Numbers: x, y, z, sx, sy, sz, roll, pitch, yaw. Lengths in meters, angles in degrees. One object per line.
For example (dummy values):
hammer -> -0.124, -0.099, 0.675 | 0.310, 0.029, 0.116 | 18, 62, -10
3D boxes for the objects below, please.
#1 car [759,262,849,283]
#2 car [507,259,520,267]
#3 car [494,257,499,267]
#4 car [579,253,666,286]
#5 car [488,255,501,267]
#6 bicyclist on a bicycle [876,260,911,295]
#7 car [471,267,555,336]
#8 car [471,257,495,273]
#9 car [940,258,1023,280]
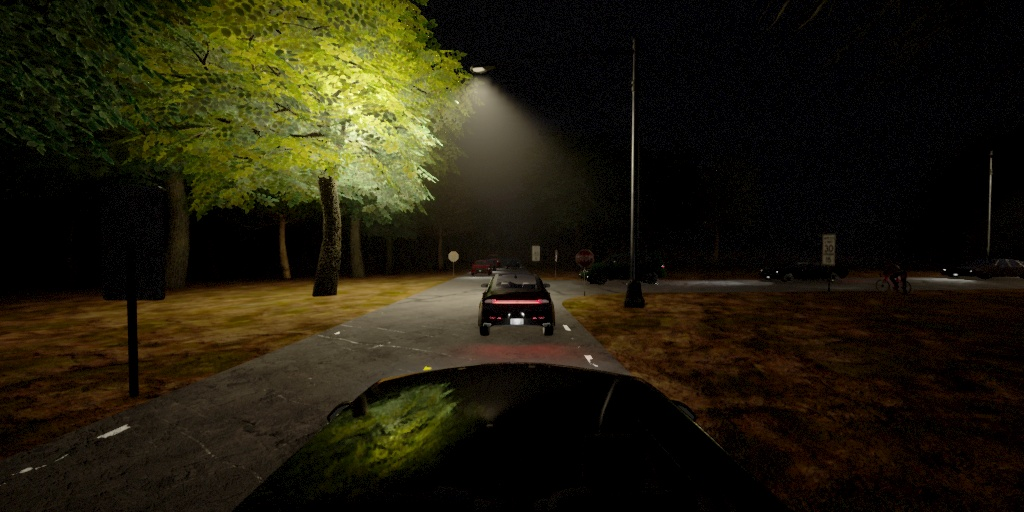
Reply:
car -> 19.317, 1.065, 23.942 | 4.718, 1.301, 1.895 | -1, 1, 0
car -> 0.188, 1.158, 56.425 | 1.994, 1.385, 4.181 | 0, 0, 0
car -> -3.022, 1.170, 46.710 | 1.812, 1.442, 4.674 | 0, 0, 0
car -> 7.337, 0.838, 24.053 | 5.566, 2.045, 2.150 | -1, 1, -1
car -> -2.955, 0.812, 57.107 | 2.150, 2.045, 5.566 | 0, 0, 1
bicyclist on a bicycle -> 18.570, 1.038, 17.492 | 0.582, 1.620, 1.656 | -1, 0, 0
car -> 0.113, 1.235, 10.360 | 2.128, 1.511, 4.902 | 0, 0, 0
car -> -3.028, 1.154, 36.706 | 1.882, 1.535, 5.008 | 0, 0, 0
car -> 32.600, 0.859, 24.392 | 5.357, 1.411, 2.033 | 0, 1, -4
